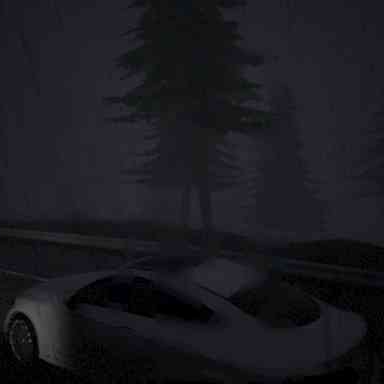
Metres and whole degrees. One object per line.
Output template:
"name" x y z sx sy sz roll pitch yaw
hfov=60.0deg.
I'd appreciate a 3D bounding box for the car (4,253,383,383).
"car" -0.368 1.507 4.064 4.674 1.442 1.812 0 0 34
